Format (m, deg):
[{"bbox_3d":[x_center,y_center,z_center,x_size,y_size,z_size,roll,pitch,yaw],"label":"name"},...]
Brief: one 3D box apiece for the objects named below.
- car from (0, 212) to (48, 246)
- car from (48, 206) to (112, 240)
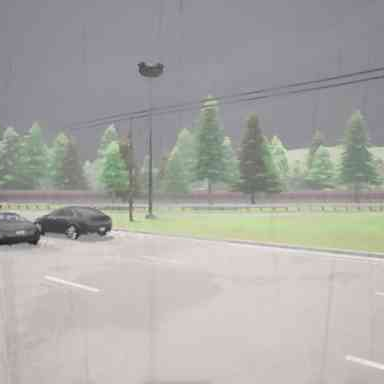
[{"bbox_3d":[-8.360,1.549,14.241,4.181,1.385,1.994,0,0,36],"label":"car"},{"bbox_3d":[-6.158,1.490,16.969,4.892,1.490,1.837,0,0,36],"label":"car"}]
